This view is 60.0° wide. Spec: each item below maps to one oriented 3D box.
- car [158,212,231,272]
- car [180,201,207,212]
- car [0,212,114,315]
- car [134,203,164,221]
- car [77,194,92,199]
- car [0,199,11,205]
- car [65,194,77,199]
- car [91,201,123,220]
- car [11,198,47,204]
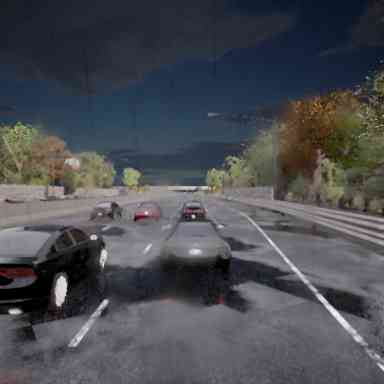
[{"bbox_3d":[0.095,1.550,10.751,1.994,1.385,4.181,0,0,0],"label":"car"},{"bbox_3d":[0.097,1.476,26.238,1.837,1.490,4.892,0,0,0],"label":"car"},{"bbox_3d":[-3.411,1.467,7.707,1.882,1.535,5.008,0,0,0],"label":"car"},{"bbox_3d":[-3.402,1.534,26.837,1.994,1.385,4.181,0,0,0],"label":"car"},{"bbox_3d":[-24.491,1.227,77.355,1.882,1.535,5.008,0,0,0],"label":"car"},{"bbox_3d":[-21.083,1.490,36.694,1.812,1.442,4.674,0,0,0],"label":"car"},{"bbox_3d":[-27.991,1.227,77.355,1.882,1.535,5.008,0,0,0],"label":"car"},{"bbox_3d":[-6.901,1.495,27.222,1.812,1.442,4.674,0,0,0],"label":"car"},{"bbox_3d":[-17.583,1.469,36.987,1.837,1.490,4.892,0,0,0],"label":"car"}]
